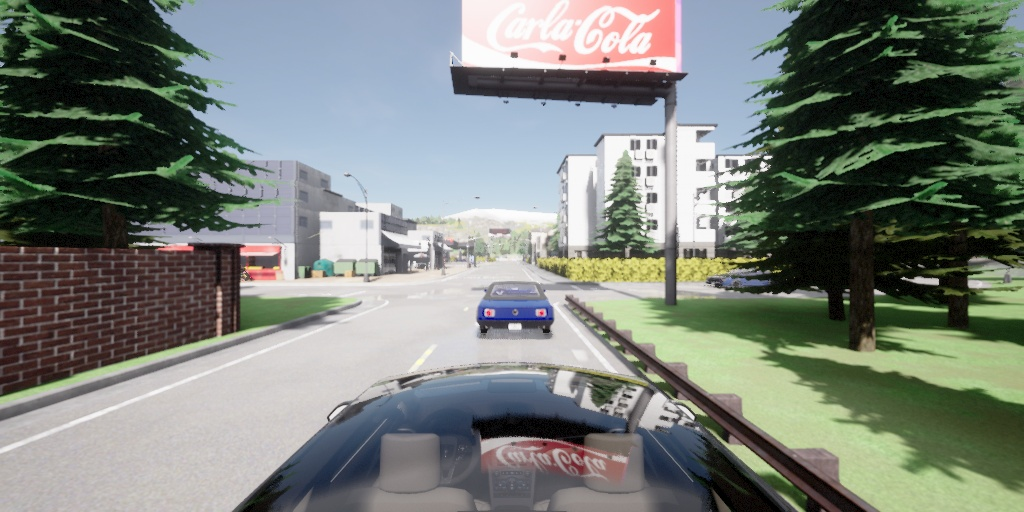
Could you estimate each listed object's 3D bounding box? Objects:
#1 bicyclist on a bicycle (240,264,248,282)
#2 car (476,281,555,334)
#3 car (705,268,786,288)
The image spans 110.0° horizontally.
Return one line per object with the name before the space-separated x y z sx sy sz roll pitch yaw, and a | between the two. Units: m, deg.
bicyclist on a bicycle | -21.806 1.307 28.726 0.582 1.620 1.656 0 0 1
car | 0.084 1.378 10.695 1.895 1.301 4.718 0 0 0
car | 16.592 1.544 25.465 5.357 1.411 2.033 0 0 -12
